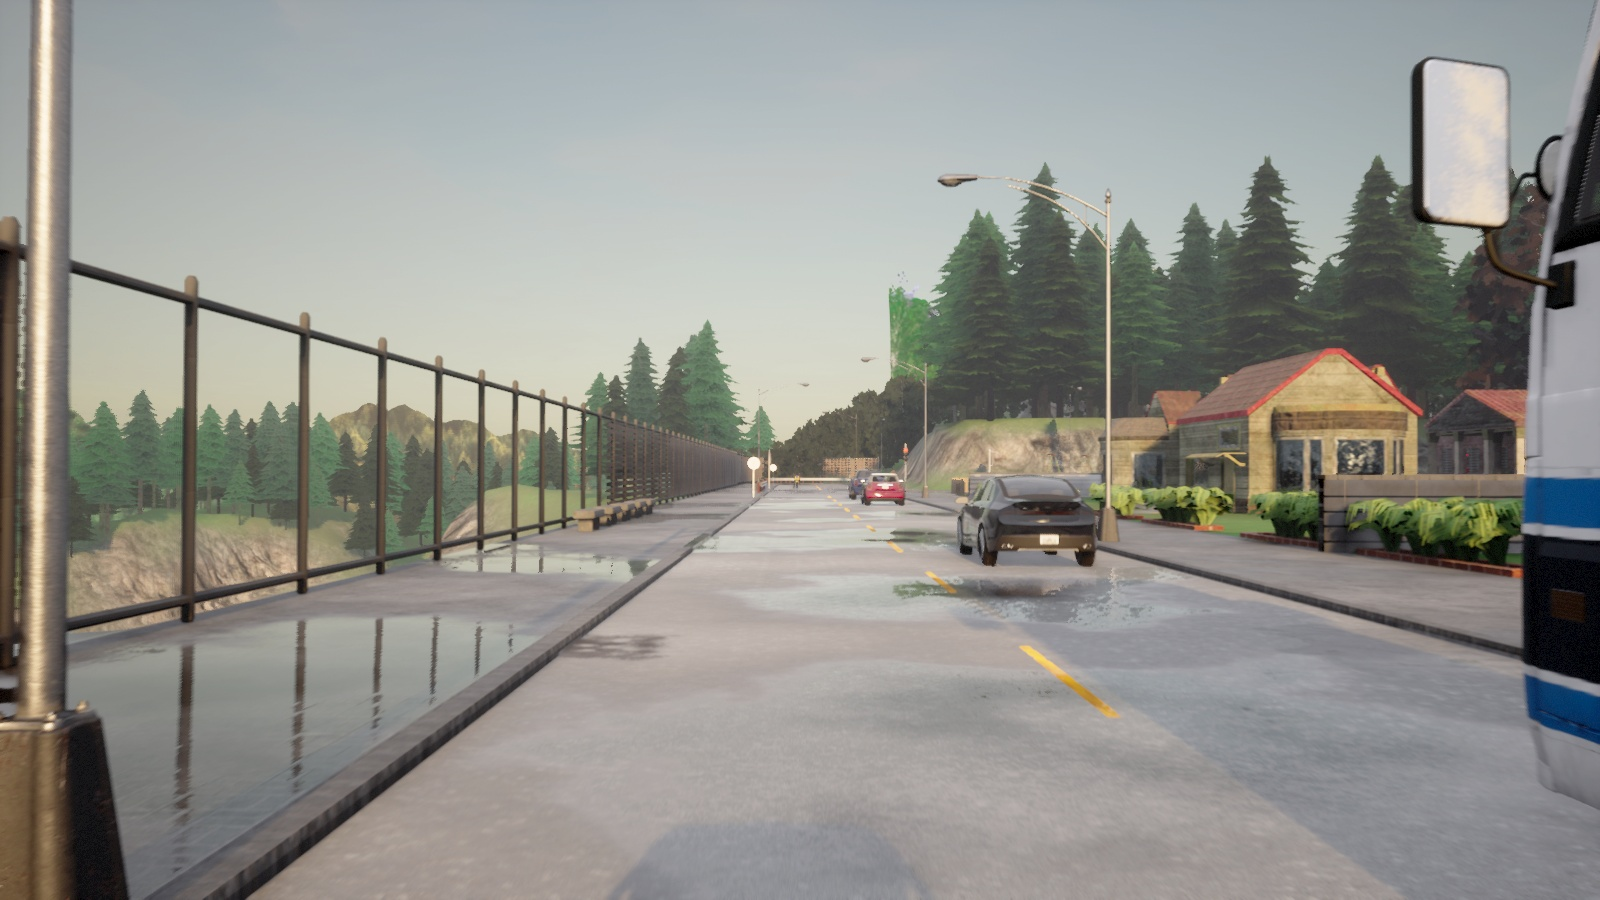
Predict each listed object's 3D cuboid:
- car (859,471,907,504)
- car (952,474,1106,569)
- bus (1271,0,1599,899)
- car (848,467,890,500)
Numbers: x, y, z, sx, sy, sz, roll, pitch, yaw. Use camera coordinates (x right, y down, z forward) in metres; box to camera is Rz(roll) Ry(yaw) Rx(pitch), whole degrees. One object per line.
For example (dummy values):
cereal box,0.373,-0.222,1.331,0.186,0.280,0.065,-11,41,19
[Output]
car,3.863,1.750,58.891,1.970,1.475,3.806,0,-1,0
car,3.945,1.179,22.442,1.837,1.490,4.892,0,-1,0
bus,3.994,-0.575,0.189,3.944,4.253,10.273,0,-1,0
car,3.840,1.836,70.290,2.097,1.767,4.553,0,-1,0
